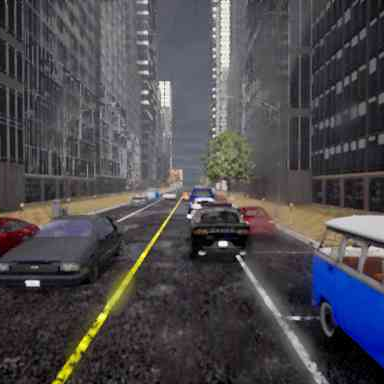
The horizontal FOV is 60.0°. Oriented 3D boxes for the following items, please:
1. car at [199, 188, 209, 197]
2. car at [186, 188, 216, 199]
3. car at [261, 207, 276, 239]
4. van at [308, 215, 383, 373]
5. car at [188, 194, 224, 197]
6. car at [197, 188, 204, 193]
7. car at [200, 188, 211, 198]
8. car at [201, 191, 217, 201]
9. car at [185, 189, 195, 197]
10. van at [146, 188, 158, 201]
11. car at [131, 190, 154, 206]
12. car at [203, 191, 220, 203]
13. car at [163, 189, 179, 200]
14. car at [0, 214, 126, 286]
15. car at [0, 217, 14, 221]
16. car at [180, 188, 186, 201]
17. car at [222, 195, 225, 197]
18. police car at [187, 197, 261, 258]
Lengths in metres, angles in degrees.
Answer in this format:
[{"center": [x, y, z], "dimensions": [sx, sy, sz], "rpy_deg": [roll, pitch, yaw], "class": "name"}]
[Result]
[{"center": [2.380, 0.048, 66.278], "dimensions": [1.967, 1.590, 4.097], "rpy_deg": [0, 1, 0], "class": "car"}, {"center": [0.772, 0.656, 27.707], "dimensions": [2.150, 2.045, 5.566], "rpy_deg": [0, 1, 0], "class": "car"}, {"center": [2.621, 1.272, 15.061], "dimensions": [1.802, 1.307, 4.206], "rpy_deg": [0, 1, 0], "class": "car"}, {"center": [2.675, 1.263, 3.675], "dimensions": [1.690, 1.788, 3.998], "rpy_deg": [0, 1, 0], "class": "van"}, {"center": [0.800, 1.081, 21.685], "dimensions": [1.812, 1.442, 4.674], "rpy_deg": [0, 1, 0], "class": "car"}, {"center": [2.274, -0.355, 89.045], "dimensions": [1.887, 1.381, 4.507], "rpy_deg": [0, 1, 0], "class": "car"}, {"center": [2.407, 0.173, 60.588], "dimensions": [1.967, 1.590, 4.097], "rpy_deg": [0, 1, 0], "class": "car"}, {"center": [2.461, 0.533, 49.208], "dimensions": [2.008, 1.369, 4.403], "rpy_deg": [0, 1, 0], "class": "car"}, {"center": [-0.292, 0.217, 62.433], "dimensions": [1.812, 1.442, 4.674], "rpy_deg": [0, 1, 0], "class": "car"}, {"center": [-5.919, 0.322, 49.168], "dimensions": [1.690, 1.788, 3.998], "rpy_deg": [0, 1, 0], "class": "van"}, {"center": [-5.866, 0.773, 37.789], "dimensions": [2.008, 1.369, 4.403], "rpy_deg": [0, 1, 0], "class": "car"}, {"center": [2.488, 0.655, 43.517], "dimensions": [2.008, 1.369, 4.403], "rpy_deg": [0, 1, 0], "class": "car"}, {"center": [-3.319, 0.561, 50.159], "dimensions": [1.895, 1.301, 4.718], "rpy_deg": [0, 1, 0], "class": "car"}, {"center": [-3.142, 1.356, 9.198], "dimensions": [2.033, 1.411, 5.357], "rpy_deg": [0, 1, 0], "class": "car"}, {"center": [-5.733, 1.387, 9.333], "dimensions": [1.802, 1.307, 4.206], "rpy_deg": [0, 1, 0], "class": "car"}, {"center": [-0.218, 0.351, 48.469], "dimensions": [2.097, 1.767, 4.553], "rpy_deg": [0, 1, 0], "class": "car"}, {"center": [2.541, 0.923, 32.135], "dimensions": [1.802, 1.307, 4.206], "rpy_deg": [0, 1, 0], "class": "car"}, {"center": [0.847, 1.182, 11.795], "dimensions": [1.930, 1.638, 5.238], "rpy_deg": [0, 1, 0], "class": "police car"}]
